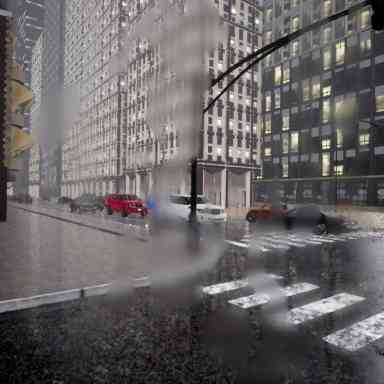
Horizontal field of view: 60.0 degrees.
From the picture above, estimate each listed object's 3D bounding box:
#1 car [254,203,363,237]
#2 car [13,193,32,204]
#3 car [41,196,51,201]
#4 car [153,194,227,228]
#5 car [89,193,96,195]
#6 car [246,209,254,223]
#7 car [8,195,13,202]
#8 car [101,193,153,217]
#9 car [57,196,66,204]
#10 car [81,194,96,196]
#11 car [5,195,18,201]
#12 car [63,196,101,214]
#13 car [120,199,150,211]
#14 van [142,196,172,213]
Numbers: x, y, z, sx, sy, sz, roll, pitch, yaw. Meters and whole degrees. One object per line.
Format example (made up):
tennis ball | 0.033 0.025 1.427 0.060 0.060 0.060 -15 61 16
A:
car | 6.270 1.563 18.101 2.033 1.411 5.357 1 0 -38
car | -30.482 1.155 60.554 2.192 1.841 5.009 1 -1 -35
car | -36.738 1.570 83.824 1.802 1.307 4.206 1 -1 -35
car | -0.095 1.170 22.241 2.150 2.045 5.566 1 -1 -35
car | -14.411 1.380 53.123 2.097 1.767 4.553 1 -1 -35
car | 5.784 1.505 23.956 1.967 1.590 4.097 1 -1 -35
car | -37.028 1.396 69.762 1.947 1.339 4.313 1 -1 -35
car | -6.069 1.155 30.649 2.150 2.045 5.566 1 -1 -35
car | -22.490 1.484 59.284 1.812 1.442 4.674 1 -1 -35
car | -17.082 1.445 51.676 1.882 1.535 5.008 1 -1 -35
car | -40.298 1.377 74.368 2.008 1.369 4.403 1 -1 -35
car | -10.862 1.427 32.920 2.008 1.369 4.403 1 -1 -35
car | -7.301 1.584 42.376 2.008 1.369 4.403 1 -1 -35
van | -4.027 1.382 37.773 1.690 1.788 3.998 1 -1 -35
